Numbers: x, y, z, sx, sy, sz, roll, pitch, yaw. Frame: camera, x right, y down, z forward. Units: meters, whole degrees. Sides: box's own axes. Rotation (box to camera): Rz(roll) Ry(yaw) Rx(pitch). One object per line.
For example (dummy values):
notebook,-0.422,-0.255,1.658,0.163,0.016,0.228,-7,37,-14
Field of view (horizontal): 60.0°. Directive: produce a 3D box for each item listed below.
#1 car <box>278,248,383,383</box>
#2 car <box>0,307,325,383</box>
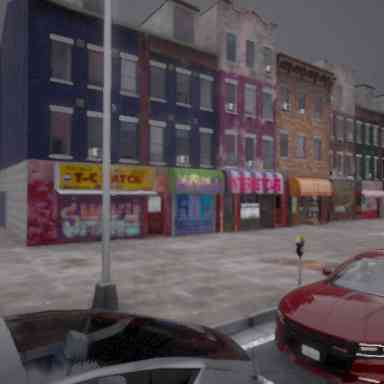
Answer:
car,3.176,1.595,5.079,4.507,1.381,1.887,1,0,-36
car,-1.443,1.563,1.782,4.313,1.339,1.947,1,0,-36
